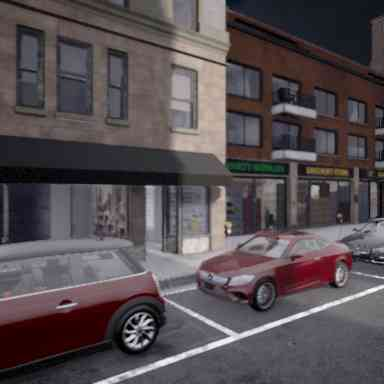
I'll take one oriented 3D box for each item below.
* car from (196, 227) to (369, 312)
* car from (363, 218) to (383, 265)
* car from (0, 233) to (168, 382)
[{"bbox_3d":[2.044,1.574,7.646,4.206,1.307,1.802,0,0,-36],"label":"car"},{"bbox_3d":[6.537,1.536,10.852,4.403,1.369,2.008,0,0,-36],"label":"car"},{"bbox_3d":[-2.448,1.439,4.441,4.097,1.590,1.967,0,0,-36],"label":"car"}]
